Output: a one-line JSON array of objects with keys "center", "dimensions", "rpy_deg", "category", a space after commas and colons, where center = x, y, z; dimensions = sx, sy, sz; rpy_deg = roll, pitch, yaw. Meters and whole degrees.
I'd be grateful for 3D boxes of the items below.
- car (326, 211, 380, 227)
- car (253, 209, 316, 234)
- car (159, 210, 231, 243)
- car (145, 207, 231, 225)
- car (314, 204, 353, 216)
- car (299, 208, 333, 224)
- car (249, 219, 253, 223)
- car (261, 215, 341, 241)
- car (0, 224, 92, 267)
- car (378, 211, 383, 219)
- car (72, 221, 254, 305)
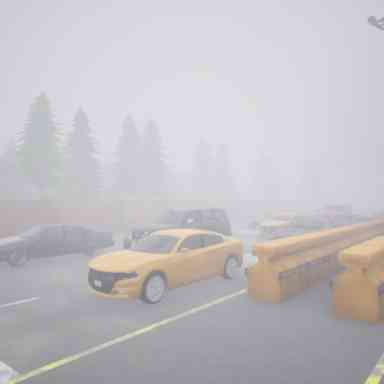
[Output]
[{"center": [11.066, 2.230, 22.727], "dimensions": [1.994, 1.385, 4.181], "rpy_deg": [-2, -2, 41], "category": "car"}, {"center": [6.408, 2.177, 22.670], "dimensions": [1.882, 1.535, 5.008], "rpy_deg": [-2, -2, 40], "category": "car"}, {"center": [0.300, 2.040, 20.911], "dimensions": [2.097, 1.767, 4.553], "rpy_deg": [-2, -2, 40], "category": "car"}, {"center": [-0.365, 1.713, 14.753], "dimensions": [2.150, 2.045, 5.566], "rpy_deg": [-2, -2, 40], "category": "car"}, {"center": [13.282, 2.131, 30.717], "dimensions": [2.150, 2.045, 5.566], "rpy_deg": [-2, -2, 40], "category": "car"}, {"center": [13.630, 2.572, 36.456], "dimensions": [1.882, 1.535, 5.008], "rpy_deg": [-2, -2, 41], "category": "car"}, {"center": [6.928, 2.438, 28.665], "dimensions": [2.033, 1.411, 5.357], "rpy_deg": [-2, -2, 40], "category": "car"}, {"center": [5.375, 2.057, 16.085], "dimensions": [1.994, 1.385, 4.181], "rpy_deg": [-2, -2, 40], "category": "car"}, {"center": [-5.789, 2.049, 13.806], "dimensions": [2.033, 1.411, 5.357], "rpy_deg": [-2, -2, 41], "category": "car"}, {"center": [17.570, 2.429, 30.313], "dimensions": [1.994, 1.385, 4.181], "rpy_deg": [-2, -2, 41], "category": "car"}, {"center": [-0.460, 1.791, 9.243], "dimensions": [1.882, 1.535, 5.008], "rpy_deg": [-2, -2, 40], "category": "car"}]
